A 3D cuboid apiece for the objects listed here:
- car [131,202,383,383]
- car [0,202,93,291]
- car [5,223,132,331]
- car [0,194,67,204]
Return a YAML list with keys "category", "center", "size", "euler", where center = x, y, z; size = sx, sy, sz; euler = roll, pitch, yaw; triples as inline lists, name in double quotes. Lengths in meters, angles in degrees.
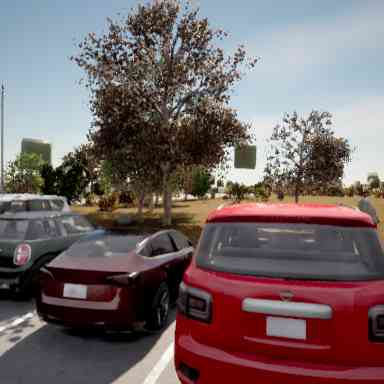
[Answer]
- category: "car"
  center: [1.419, 1.181, 5.136]
  size: [2.435, 2.045, 5.566]
  euler: [0, -1, 15]
- category: "car"
  center: [-3.458, 1.273, 8.500]
  size: [2.185, 1.767, 4.553]
  euler: [1, 0, 15]
- category: "car"
  center: [-1.013, 1.451, 6.851]
  size: [2.163, 1.488, 4.792]
  euler: [0, -1, 15]
- category: "car"
  center: [-5.893, 1.116, 10.198]
  size: [2.435, 2.045, 5.566]
  euler: [1, 0, 15]
